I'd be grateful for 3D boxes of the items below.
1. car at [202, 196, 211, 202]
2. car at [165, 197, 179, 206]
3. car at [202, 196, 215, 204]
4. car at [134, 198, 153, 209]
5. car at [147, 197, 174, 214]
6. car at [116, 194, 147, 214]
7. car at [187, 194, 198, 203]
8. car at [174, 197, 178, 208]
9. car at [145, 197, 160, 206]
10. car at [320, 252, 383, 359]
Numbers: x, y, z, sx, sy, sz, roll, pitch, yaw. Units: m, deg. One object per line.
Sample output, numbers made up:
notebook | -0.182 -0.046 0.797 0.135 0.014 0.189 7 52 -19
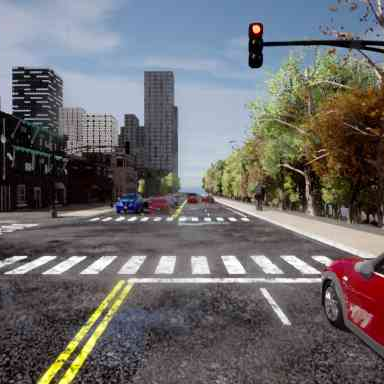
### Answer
car | 3.285 1.523 75.475 1.994 1.385 4.181 0 0 0
car | -3.299 1.527 56.002 2.033 1.411 5.357 0 0 0
car | 3.379 1.453 65.332 1.882 1.535 5.008 0 0 0
car | -6.563 1.585 45.529 1.895 1.301 4.718 0 0 0
car | -3.321 1.467 35.531 1.882 1.535 5.008 0 0 0
car | -6.568 1.210 35.782 2.150 2.045 5.566 0 0 0
car | 0.131 1.539 65.975 1.994 1.385 4.181 0 0 0
car | -3.311 1.532 45.429 2.033 1.411 5.357 0 0 0
car | -6.546 1.544 55.558 1.994 1.385 4.181 0 0 1
car | 3.350 1.351 4.160 2.097 1.767 4.553 0 0 0
